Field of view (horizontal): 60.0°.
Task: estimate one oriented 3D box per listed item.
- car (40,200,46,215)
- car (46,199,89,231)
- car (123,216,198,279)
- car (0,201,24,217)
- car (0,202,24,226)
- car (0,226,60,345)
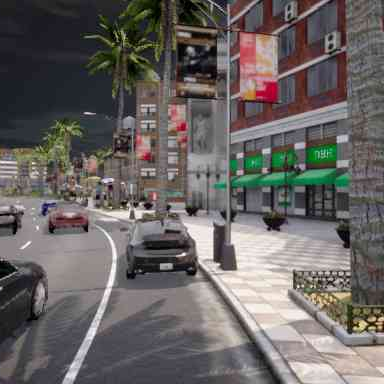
[{"bbox_3d":[-14.127,1.467,33.559,1.882,1.535,5.008,0,0,-27],"label":"car"},{"bbox_3d":[-7.535,1.346,20.077,2.097,1.767,4.553,0,0,-24],"label":"car"},{"bbox_3d":[-1.087,1.504,10.197,1.837,1.490,4.892,0,0,-11],"label":"car"},{"bbox_3d":[-17.275,1.586,32.027,1.895,1.301,4.718,0,0,-27],"label":"car"},{"bbox_3d":[-10.867,1.483,19.015,2.128,1.511,4.902,0,0,-24],"label":"car"},{"bbox_3d":[-3.420,1.504,4.268,1.837,1.490,4.892,0,0,-6],"label":"car"}]
